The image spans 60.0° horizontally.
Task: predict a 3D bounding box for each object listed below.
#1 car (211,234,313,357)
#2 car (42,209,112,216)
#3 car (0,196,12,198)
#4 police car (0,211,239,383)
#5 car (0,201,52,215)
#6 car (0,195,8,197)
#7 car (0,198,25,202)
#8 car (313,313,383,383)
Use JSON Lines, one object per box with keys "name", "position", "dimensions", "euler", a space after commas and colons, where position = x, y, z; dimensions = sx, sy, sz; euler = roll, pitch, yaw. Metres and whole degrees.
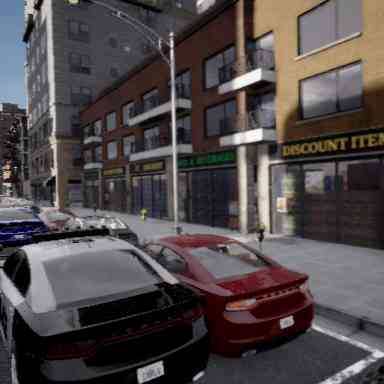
{"name": "car", "position": [-0.097, 1.407, 5.839], "dimensions": [1.887, 1.381, 4.507], "euler": [-2, 2, -33]}
{"name": "car", "position": [-3.133, 1.386, 10.447], "dimensions": [2.008, 1.369, 4.403], "euler": [-2, 2, -33]}
{"name": "car", "position": [-15.279, 1.274, 28.881], "dimensions": [2.008, 1.369, 4.403], "euler": [-2, 2, -33]}
{"name": "police car", "position": [-1.842, 1.348, 5.013], "dimensions": [1.930, 1.638, 5.238], "euler": [-2, 2, -35]}
{"name": "car", "position": [-7.212, 1.348, 13.342], "dimensions": [1.882, 1.535, 5.008], "euler": [-2, 1, -33]}
{"name": "car", "position": [-18.315, 1.278, 33.490], "dimensions": [1.802, 1.307, 4.206], "euler": [-2, 2, -33]}
{"name": "car", "position": [-10.513, 1.317, 18.352], "dimensions": [1.882, 1.535, 5.008], "euler": [-2, 1, -33]}
{"name": "car", "position": [2.940, 1.457, 1.231], "dimensions": [1.947, 1.339, 4.313], "euler": [-2, 2, -33]}
